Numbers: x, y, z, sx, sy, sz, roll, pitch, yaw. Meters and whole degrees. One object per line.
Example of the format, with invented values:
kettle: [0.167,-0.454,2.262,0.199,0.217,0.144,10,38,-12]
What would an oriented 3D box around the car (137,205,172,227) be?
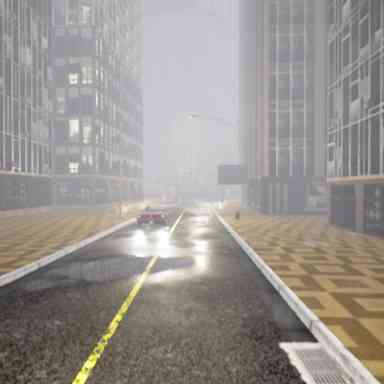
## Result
car: [-2.472,1.546,22.458,1.895,1.301,4.718,0,0,1]
